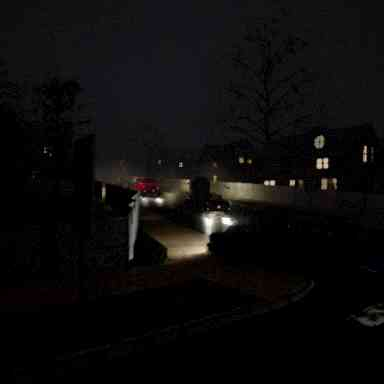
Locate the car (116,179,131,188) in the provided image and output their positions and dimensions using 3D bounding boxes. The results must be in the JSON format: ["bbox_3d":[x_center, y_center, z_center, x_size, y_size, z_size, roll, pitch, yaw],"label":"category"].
[{"bbox_3d":[-11.065,-1.374,53.470,2.128,1.511,4.902,0,3,-21],"label":"car"}]

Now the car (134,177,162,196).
[{"bbox_3d":[-5.026,-0.639,37.578,2.150,2.045,5.566,0,3,-21],"label":"car"}]

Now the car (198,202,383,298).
[{"bbox_3d":[2.939,1.371,8.434,5.357,1.411,2.033,7,10,41],"label":"car"}]

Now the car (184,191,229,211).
[{"bbox_3d":[0.937,0.628,22.131,1.994,1.385,4.181,1,3,-21],"label":"car"}]
